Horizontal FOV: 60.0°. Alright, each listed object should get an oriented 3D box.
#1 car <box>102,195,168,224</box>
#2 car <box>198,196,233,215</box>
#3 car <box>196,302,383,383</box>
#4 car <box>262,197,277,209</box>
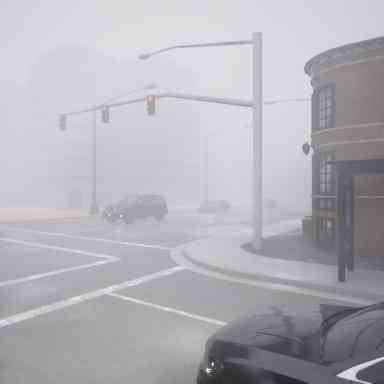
[{"bbox_3d":[-4.157,1.222,25.373,2.150,2.045,5.566,0,0,35],"label":"car"},{"bbox_3d":[2.501,1.505,34.776,1.837,1.490,4.892,0,0,35],"label":"car"},{"bbox_3d":[2.294,1.505,2.329,4.892,1.490,1.837,0,0,35],"label":"car"},{"bbox_3d":[10.040,1.488,45.391,2.128,1.511,4.902,0,0,36],"label":"car"}]
